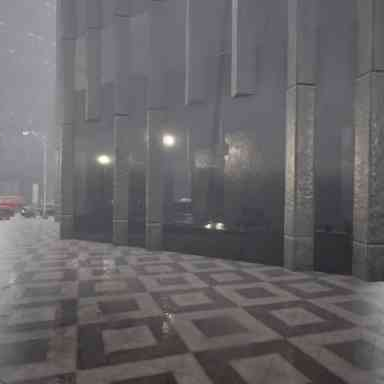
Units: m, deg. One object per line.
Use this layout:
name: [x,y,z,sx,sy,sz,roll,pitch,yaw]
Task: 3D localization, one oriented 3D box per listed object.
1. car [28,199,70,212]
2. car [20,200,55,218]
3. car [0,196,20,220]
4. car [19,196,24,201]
car: [-17.483,1.633,40.828,1.947,1.339,4.313,1,0,35]
car: [-13.809,1.742,31.283,1.947,1.339,4.313,1,0,35]
car: [-17.075,1.463,26.682,2.192,1.841,5.009,1,0,35]
car: [-20.749,1.353,36.228,2.192,1.841,5.009,1,0,35]
